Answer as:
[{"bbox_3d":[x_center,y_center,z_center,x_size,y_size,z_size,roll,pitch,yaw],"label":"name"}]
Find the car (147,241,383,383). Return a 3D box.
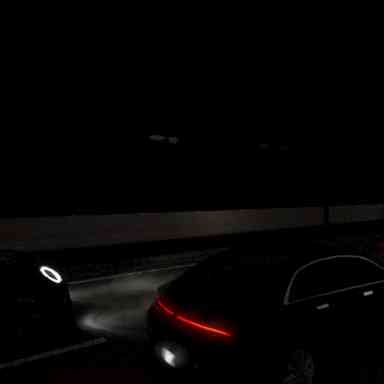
[{"bbox_3d":[1.722,1.509,4.954,4.892,1.490,1.837,0,0,-35],"label":"car"}]

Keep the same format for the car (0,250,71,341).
[{"bbox_3d":[-4.285,1.343,4.997,4.553,1.767,2.097,0,0,-35],"label":"car"}]
